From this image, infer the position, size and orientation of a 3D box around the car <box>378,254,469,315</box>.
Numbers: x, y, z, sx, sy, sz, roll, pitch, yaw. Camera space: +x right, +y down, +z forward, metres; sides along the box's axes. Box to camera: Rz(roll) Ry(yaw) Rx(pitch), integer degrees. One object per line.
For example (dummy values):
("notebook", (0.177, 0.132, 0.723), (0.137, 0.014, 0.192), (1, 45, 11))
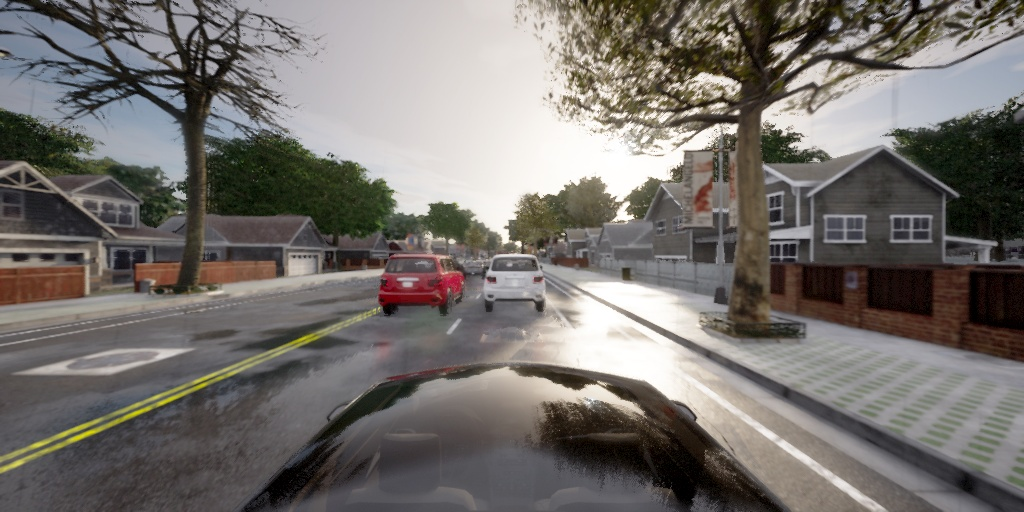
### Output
("car", (-3.154, 0.952, 13.527), (2.150, 2.045, 5.566), (0, 0, 0))

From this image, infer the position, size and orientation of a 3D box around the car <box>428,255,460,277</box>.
("car", (-6.606, 0.946, 35.616), (2.150, 2.045, 5.566), (0, 0, 0))

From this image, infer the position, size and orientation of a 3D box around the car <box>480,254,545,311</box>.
("car", (0.095, 0.951, 14.579), (2.150, 2.045, 5.566), (0, 0, 0))

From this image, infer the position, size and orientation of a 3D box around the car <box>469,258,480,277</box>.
("car", (-3.160, 1.214, 31.597), (2.128, 1.511, 4.902), (0, 0, 0))
